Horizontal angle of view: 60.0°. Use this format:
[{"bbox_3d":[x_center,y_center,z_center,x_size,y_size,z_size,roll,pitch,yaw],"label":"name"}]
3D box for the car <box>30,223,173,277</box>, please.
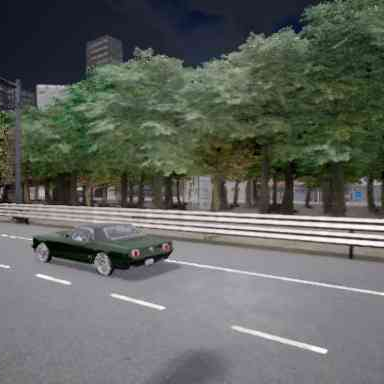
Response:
[{"bbox_3d":[-2.951,1.603,10.280,4.718,1.301,1.895,0,0,36],"label":"car"}]
